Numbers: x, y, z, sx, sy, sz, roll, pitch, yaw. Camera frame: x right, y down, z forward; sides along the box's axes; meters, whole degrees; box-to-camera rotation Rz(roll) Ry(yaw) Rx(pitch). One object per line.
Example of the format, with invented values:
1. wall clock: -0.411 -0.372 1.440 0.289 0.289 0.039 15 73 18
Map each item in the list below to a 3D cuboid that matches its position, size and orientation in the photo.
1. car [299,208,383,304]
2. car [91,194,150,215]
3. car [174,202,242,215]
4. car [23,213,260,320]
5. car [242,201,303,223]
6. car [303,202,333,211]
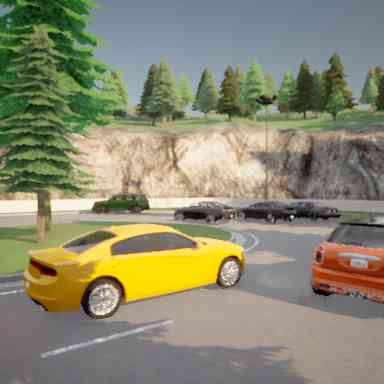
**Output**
1. car: 4.594 1.324 7.601 4.553 1.767 2.097 0 0 -44
2. car: -6.983 1.175 32.802 5.566 2.045 2.150 0 0 -4
3. car: 0.807 1.439 24.158 4.902 1.511 2.128 0 0 40
4. car: -0.962 1.465 7.433 5.008 1.535 1.882 -1 0 -37
5. car: 5.388 1.439 24.684 1.837 1.490 4.892 2 -1 -36
6. car: 8.796 1.467 26.201 2.033 1.411 5.357 0 0 -37
